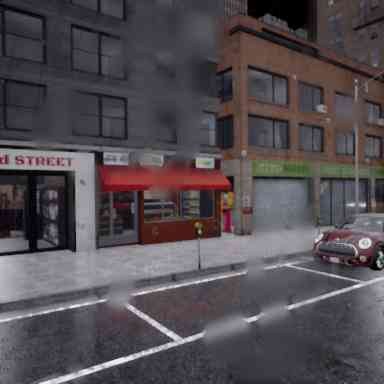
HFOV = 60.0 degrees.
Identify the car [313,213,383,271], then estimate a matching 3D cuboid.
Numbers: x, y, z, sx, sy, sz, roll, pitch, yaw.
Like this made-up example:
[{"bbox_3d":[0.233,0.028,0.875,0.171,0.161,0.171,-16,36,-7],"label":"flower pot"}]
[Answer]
[{"bbox_3d":[5.728,1.434,10.757,4.097,1.590,1.967,0,-1,-36],"label":"car"}]
